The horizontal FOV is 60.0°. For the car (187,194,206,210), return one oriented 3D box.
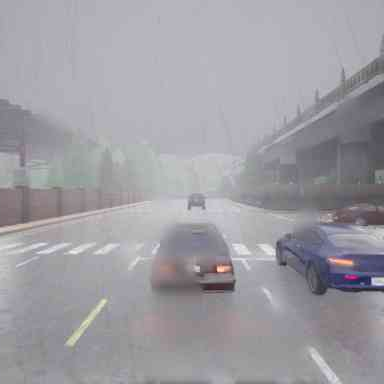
[{"bbox_3d":[0.601,1.221,43.270,2.150,2.045,5.566,0,0,1],"label":"car"}]

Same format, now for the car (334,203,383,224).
[{"bbox_3d":[11.668,1.477,21.256,5.008,1.535,1.882,0,-1,-2],"label":"car"}]

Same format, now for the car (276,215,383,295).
[{"bbox_3d":[3.536,1.526,8.586,1.812,1.442,4.674,0,0,0],"label":"car"}]

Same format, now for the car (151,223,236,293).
[{"bbox_3d":[0.030,1.547,8.981,2.033,1.411,5.357,0,0,0],"label":"car"}]
